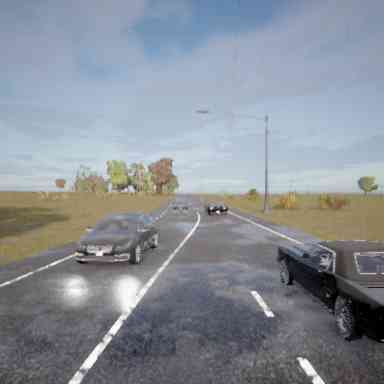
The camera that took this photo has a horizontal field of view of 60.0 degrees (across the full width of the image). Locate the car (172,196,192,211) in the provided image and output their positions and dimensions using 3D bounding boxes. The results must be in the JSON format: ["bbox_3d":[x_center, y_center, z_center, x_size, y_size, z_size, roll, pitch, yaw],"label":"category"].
[{"bbox_3d":[-1.347,1.492,40.504,2.033,1.411,5.357,0,0,-2],"label":"car"}]

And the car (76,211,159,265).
[{"bbox_3d":[-2.396,1.493,11.751,1.837,1.490,4.892,0,0,5],"label":"car"}]

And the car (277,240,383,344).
[{"bbox_3d":[3.161,1.592,6.460,1.895,1.301,4.718,0,0,-2],"label":"car"}]

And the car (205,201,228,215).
[{"bbox_3d":[2.366,1.559,33.432,1.895,1.301,4.718,0,0,-2],"label":"car"}]
